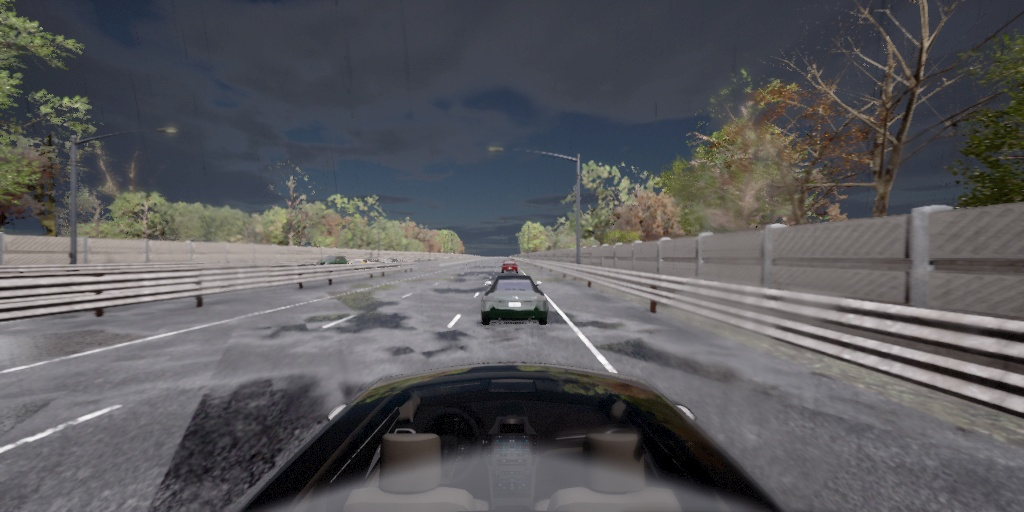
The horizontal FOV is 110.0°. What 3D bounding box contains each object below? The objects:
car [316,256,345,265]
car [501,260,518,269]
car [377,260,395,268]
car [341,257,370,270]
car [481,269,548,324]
[{"bbox_3d":[-25.062,0.972,50.122,2.150,2.045,5.566,0,0,-1],"label":"car"},{"bbox_3d":[-0.292,1.228,43.697,1.882,1.535,5.008,0,0,-1],"label":"car"},{"bbox_3d":[-18.106,1.276,52.373,1.812,1.442,4.674,0,0,-1],"label":"car"},{"bbox_3d":[-21.571,1.228,50.275,1.882,1.535,5.008,0,0,-1],"label":"car"},{"bbox_3d":[0.068,1.313,11.916,1.994,1.385,4.181,0,0,0],"label":"car"}]
